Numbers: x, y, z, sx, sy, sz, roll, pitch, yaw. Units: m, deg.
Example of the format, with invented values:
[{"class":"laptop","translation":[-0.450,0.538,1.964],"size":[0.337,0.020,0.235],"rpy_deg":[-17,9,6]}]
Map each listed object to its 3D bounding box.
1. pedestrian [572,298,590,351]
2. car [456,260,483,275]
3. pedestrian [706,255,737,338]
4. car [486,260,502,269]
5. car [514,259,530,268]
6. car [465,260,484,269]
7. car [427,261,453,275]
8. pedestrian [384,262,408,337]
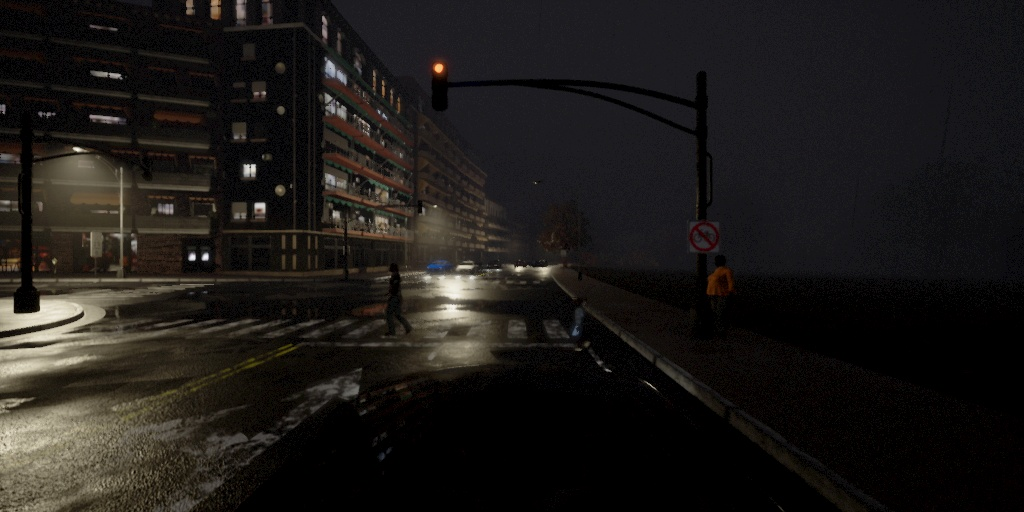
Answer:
[{"class":"pedestrian","translation":[1.447,1.042,7.611],"size":[0.375,1.860,0.375],"rpy_deg":[0,0,1]},{"class":"car","translation":[-4.857,1.333,39.848],"size":[1.812,1.442,4.674],"rpy_deg":[0,0,5]},{"class":"pedestrian","translation":[4.763,0.890,8.165],"size":[0.375,1.860,0.375],"rpy_deg":[0,0,1]},{"class":"car","translation":[-2.838,1.378,57.869],"size":[1.837,1.490,4.892],"rpy_deg":[0,-1,8]},{"class":"car","translation":[1.557,1.456,65.441],"size":[2.033,1.411,5.357],"rpy_deg":[0,0,9]},{"class":"car","translation":[-6.072,1.349,58.229],"size":[1.882,1.535,5.008],"rpy_deg":[0,-1,8]},{"class":"car","translation":[-8.075,1.285,40.374],"size":[1.882,1.535,5.008],"rpy_deg":[0,0,5]},{"class":"pedestrian","translation":[-2.876,1.043,8.867],"size":[0.375,1.860,0.375],"rpy_deg":[0,0,1]}]
